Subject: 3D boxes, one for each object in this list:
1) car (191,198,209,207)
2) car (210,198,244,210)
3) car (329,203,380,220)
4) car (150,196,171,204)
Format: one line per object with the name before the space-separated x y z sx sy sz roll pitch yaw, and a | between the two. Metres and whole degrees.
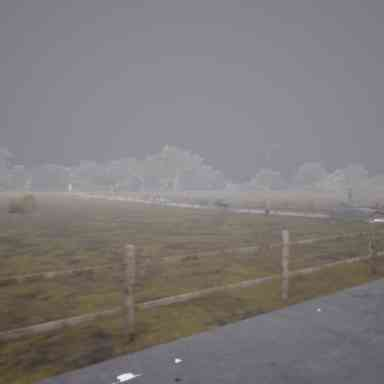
car | 2.068 1.594 53.296 2.033 1.411 5.357 2 0 -35
car | 4.829 1.610 44.376 1.837 1.490 4.892 2 0 -36
car | 14.791 1.742 30.451 1.994 1.385 4.181 2 -1 -36
car | -5.636 1.439 59.156 1.895 1.301 4.718 2 0 -36
